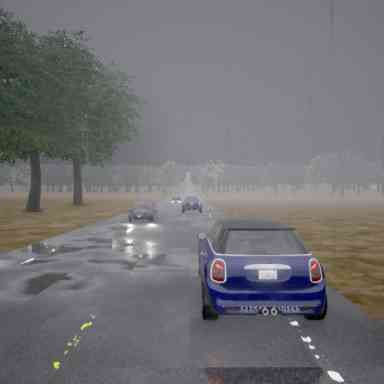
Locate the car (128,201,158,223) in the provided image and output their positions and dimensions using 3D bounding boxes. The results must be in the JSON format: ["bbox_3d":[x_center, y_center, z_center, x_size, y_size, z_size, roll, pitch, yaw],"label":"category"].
[{"bbox_3d":[-3.651,1.453,25.374,1.837,1.490,4.892,0,0,0],"label":"car"}]

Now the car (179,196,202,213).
[{"bbox_3d":[-0.001,1.274,36.208,2.097,1.767,4.553,0,0,0],"label":"car"}]

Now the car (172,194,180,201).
[{"bbox_3d":[-3.658,1.280,76.788,1.882,1.535,5.008,0,0,0],"label":"car"}]

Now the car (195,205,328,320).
[{"bbox_3d":[1.210,1.338,7.450,2.097,1.767,4.553,0,0,0],"label":"car"}]

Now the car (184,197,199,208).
[{"bbox_3d":[-0.054,1.458,46.363,1.994,1.385,4.181,0,0,0],"label":"car"}]
